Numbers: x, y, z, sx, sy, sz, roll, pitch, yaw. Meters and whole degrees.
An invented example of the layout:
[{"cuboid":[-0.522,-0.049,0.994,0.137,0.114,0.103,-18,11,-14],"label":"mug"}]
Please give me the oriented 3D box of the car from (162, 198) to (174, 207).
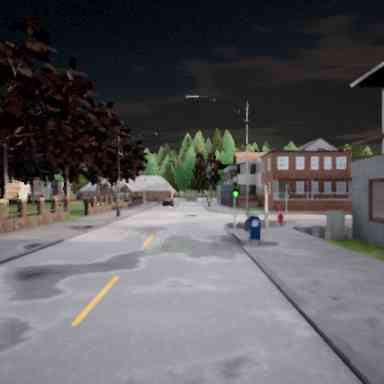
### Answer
[{"cuboid":[-4.032,1.781,56.722,2.033,1.411,5.357,0,0,1],"label":"car"}]
